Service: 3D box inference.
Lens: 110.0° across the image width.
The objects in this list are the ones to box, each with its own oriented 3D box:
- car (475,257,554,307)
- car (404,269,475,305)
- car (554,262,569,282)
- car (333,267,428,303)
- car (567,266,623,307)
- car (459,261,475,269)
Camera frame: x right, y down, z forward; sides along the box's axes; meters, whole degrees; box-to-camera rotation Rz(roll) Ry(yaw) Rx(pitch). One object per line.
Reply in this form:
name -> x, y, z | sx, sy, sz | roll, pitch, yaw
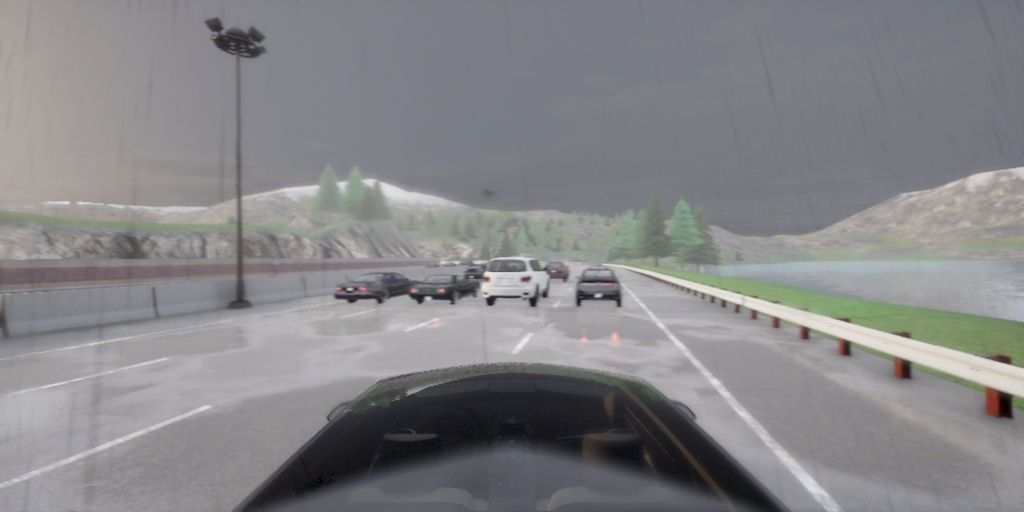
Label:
car -> 0.353, 1.071, 16.441 | 2.150, 2.045, 5.566 | -1, 0, 13
car -> -3.024, 1.506, 17.339 | 1.895, 1.301, 4.718 | -1, 0, 14
car -> 3.854, 1.269, 31.096 | 2.097, 1.767, 4.553 | -1, -1, 14
car -> -6.457, 1.503, 18.037 | 2.033, 1.411, 5.357 | -1, 0, 13
car -> 3.830, 1.298, 15.896 | 2.128, 1.511, 4.902 | -1, 0, 14
car -> -2.895, 1.528, 32.948 | 1.837, 1.490, 4.892 | -1, 0, 14
